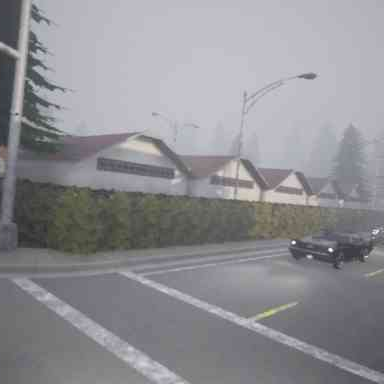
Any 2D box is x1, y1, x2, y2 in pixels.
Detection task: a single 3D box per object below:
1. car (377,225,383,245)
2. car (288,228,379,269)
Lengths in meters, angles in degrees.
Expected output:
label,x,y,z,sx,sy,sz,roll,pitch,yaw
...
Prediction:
label,x,y,z,sx,sy,sz,roll,pitch,yaw
car,13.370,2.681,21.656,2.097,1.767,4.553,6,1,44
car,5.963,2.251,14.032,1.895,1.301,4.718,6,1,44
